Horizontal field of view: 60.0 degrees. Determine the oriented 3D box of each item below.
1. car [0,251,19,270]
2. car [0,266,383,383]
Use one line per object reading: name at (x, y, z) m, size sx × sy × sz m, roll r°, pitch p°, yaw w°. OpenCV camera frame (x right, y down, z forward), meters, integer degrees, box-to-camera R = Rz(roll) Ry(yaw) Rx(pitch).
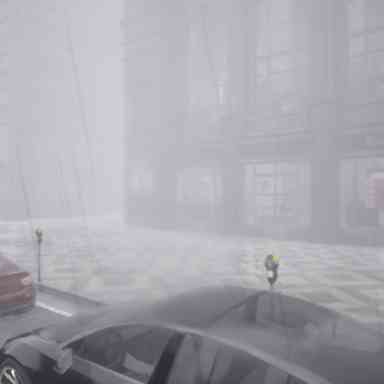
car at (-4.572, 1.585, 6.226) m, size 4.206 × 1.307 × 1.802 m, roll 0°, pitch 0°, yaw 35°
car at (0.018, 1.566, 2.954) m, size 4.313 × 1.339 × 1.947 m, roll 0°, pitch 0°, yaw 35°
